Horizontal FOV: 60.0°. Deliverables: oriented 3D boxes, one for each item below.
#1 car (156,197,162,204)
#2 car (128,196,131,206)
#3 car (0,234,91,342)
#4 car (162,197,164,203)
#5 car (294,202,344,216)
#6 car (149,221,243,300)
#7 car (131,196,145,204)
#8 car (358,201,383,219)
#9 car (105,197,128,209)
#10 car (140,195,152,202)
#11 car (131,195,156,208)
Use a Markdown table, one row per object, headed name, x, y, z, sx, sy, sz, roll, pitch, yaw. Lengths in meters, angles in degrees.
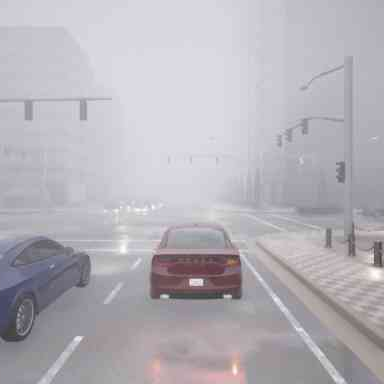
| name | x | y | z | sx | sy | sz | roll | pitch | yaw |
| --- | --- | --- | --- | --- | --- | --- | --- | --- | --- |
| car | -6.979 | 1.491 | 57.933 | 2.128 | 1.511 | 4.902 | 0 | 0 | 0 |
| car | -10.494 | 1.491 | 54.767 | 2.128 | 1.511 | 4.902 | 0 | 0 | 0 |
| car | -3.419 | 1.526 | 6.352 | 1.812 | 1.442 | 4.674 | 0 | 0 | 0 |
| car | -6.889 | 1.601 | 68.224 | 1.895 | 1.301 | 4.718 | 0 | 0 | 0 |
| car | 12.036 | 1.545 | 30.908 | 4.718 | 1.301 | 1.895 | 0 | 0 | 1 |
| car | 0.094 | 1.478 | 8.481 | 1.882 | 1.535 | 5.008 | 0 | 0 | 0 |
| car | -10.425 | 1.564 | 64.765 | 1.994 | 1.385 | 4.181 | 0 | 0 | 1 |
| car | 16.327 | 1.436 | 27.364 | 4.902 | 1.511 | 2.128 | 0 | 0 | 0 |
| car | -10.520 | 1.505 | 45.539 | 1.837 | 1.490 | 4.892 | 0 | 0 | 0 |
| car | -10.371 | 1.478 | 75.152 | 1.882 | 1.535 | 5.008 | 0 | 0 | 0 |
| car | -7.013 | 1.491 | 48.626 | 2.128 | 1.511 | 4.902 | 0 | 0 | 0 |
